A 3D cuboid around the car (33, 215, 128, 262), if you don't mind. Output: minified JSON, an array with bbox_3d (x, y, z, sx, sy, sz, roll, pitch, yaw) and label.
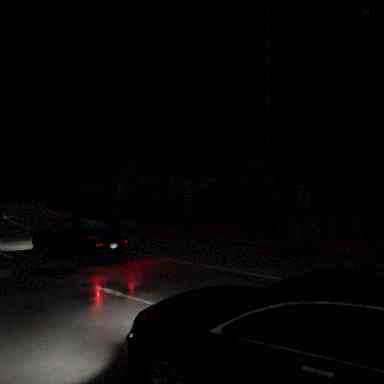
[{"bbox_3d":[-4.230,1.576,12.408,4.674,1.442,1.812,0,0,43],"label":"car"}]

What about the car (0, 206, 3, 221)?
[{"bbox_3d":[-16.700,1.603,27.192,1.837,1.490,4.892,-1,0,-34],"label":"car"}]

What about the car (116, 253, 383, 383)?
[{"bbox_3d":[1.463,1.518,3.096,4.892,1.490,1.837,0,0,36],"label":"car"}]
